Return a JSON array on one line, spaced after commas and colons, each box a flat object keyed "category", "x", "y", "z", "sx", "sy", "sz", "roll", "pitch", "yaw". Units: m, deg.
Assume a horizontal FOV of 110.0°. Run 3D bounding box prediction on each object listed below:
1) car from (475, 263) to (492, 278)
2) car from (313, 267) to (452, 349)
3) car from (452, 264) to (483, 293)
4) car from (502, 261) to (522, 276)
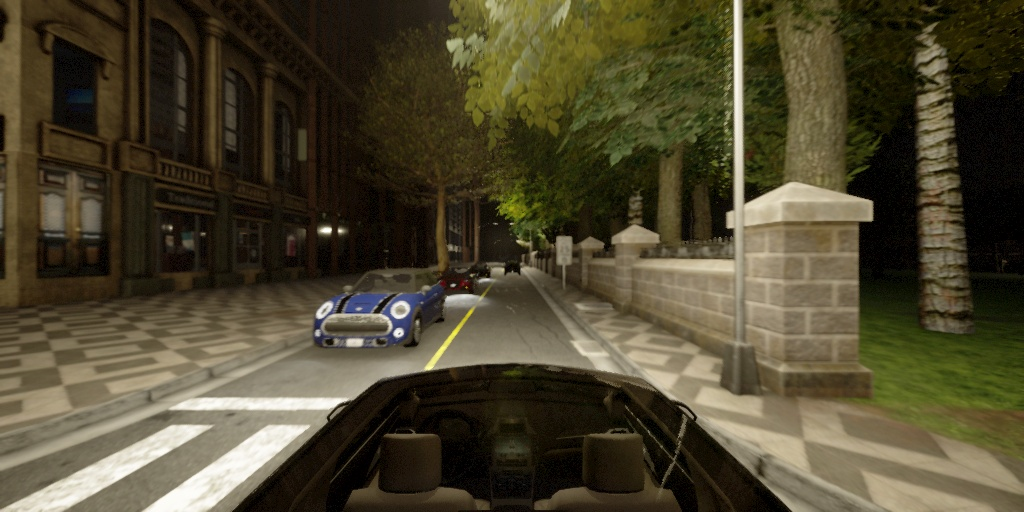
[{"category": "car", "x": -3.038, "y": 1.387, "z": 34.608, "sx": 1.994, "sy": 1.385, "sz": 4.181, "roll": 0, "pitch": 0, "yaw": 1}, {"category": "car", "x": -3.088, "y": 1.115, "z": 9.308, "sx": 2.097, "sy": 1.767, "sz": 4.553, "roll": 0, "pitch": 0, "yaw": 0}, {"category": "car", "x": -3.061, "y": 1.351, "z": 20.872, "sx": 1.994, "sy": 1.385, "sz": 4.181, "roll": 0, "pitch": 0, "yaw": 1}, {"category": "car", "x": 0.050, "y": 1.341, "z": 39.333, "sx": 1.837, "sy": 1.490, "sz": 4.892, "roll": 0, "pitch": 0, "yaw": 0}]
